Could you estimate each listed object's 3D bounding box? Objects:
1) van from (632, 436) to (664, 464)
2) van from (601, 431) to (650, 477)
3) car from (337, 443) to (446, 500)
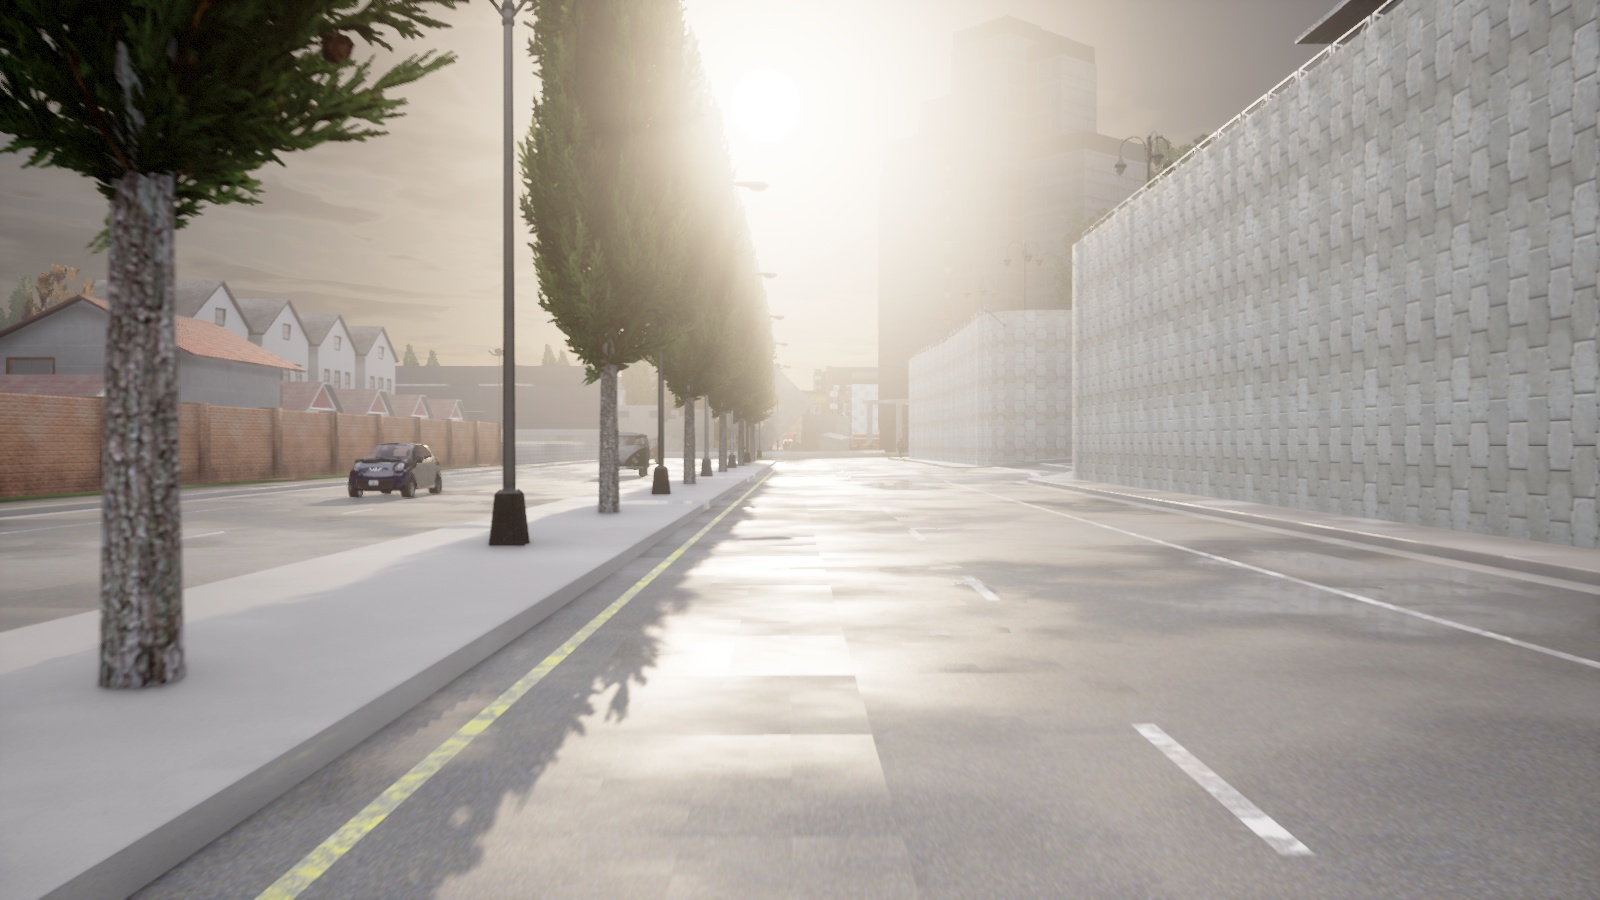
[{"bbox_3d":[-10.994,-0.026,91.042,1.775,1.987,4.442,0,0,0],"label":"van"},{"bbox_3d":[-7.742,0.174,56.181,1.775,1.987,4.442,0,0,-3],"label":"van"},{"bbox_3d":[-11.296,0.553,34.948,1.845,1.501,3.633,0,0,0],"label":"car"}]
